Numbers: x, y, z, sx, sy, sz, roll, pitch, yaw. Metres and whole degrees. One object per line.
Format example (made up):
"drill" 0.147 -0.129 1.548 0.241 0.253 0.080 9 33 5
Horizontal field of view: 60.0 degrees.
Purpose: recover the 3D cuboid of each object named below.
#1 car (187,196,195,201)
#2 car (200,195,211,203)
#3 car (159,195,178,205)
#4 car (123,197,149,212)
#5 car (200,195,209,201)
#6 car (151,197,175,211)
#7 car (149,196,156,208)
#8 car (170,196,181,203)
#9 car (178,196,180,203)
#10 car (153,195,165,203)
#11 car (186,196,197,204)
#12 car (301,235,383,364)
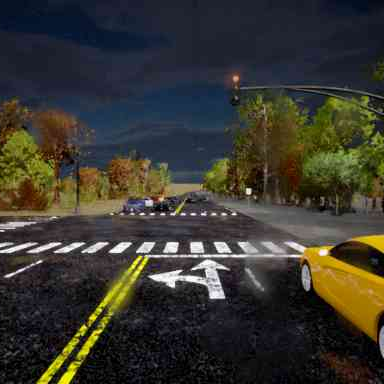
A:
"car" -0.228 1.607 82.020 1.895 1.301 4.718 0 0 0
"car" 3.073 1.505 71.529 2.128 1.511 4.902 0 0 0
"car" -3.483 1.508 49.164 1.837 1.490 4.892 0 0 0
"car" -6.710 1.354 39.244 2.097 1.767 4.553 0 0 0
"car" 3.022 1.458 81.684 2.033 1.411 5.357 0 0 0
"car" -3.462 1.603 40.089 1.895 1.301 4.718 0 0 0
"car" -6.742 1.529 48.229 1.812 1.442 4.674 0 0 0
"car" -3.444 1.545 69.621 2.033 1.411 5.357 0 0 0
"car" -3.492 1.531 59.007 1.812 1.442 4.674 0 0 0
"car" -6.703 1.485 67.747 1.882 1.535 5.008 0 0 0
"car" -0.084 1.570 65.434 1.994 1.385 4.181 0 0 0
"car" 3.347 1.444 5.450 1.882 1.535 5.008 0 1 0
